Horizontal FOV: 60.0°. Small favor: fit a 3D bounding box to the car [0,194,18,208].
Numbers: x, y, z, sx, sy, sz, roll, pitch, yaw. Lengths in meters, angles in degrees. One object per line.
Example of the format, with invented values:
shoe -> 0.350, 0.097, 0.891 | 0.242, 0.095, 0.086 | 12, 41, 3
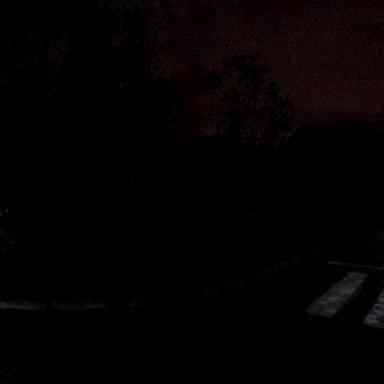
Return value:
car -> -25.398, 1.448, 49.649 | 2.185, 1.767, 4.553 | -1, -1, 36
